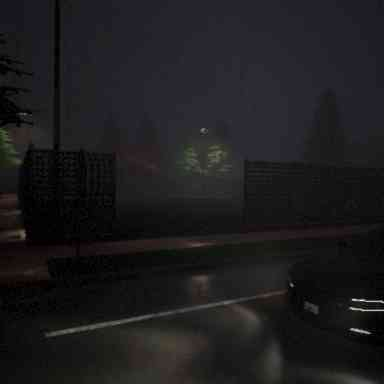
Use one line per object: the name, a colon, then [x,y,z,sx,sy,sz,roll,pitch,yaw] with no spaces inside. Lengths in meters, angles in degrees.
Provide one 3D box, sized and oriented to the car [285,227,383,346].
car: [3.931,1.383,5.915,5.008,1.535,1.882,0,2,-27]
